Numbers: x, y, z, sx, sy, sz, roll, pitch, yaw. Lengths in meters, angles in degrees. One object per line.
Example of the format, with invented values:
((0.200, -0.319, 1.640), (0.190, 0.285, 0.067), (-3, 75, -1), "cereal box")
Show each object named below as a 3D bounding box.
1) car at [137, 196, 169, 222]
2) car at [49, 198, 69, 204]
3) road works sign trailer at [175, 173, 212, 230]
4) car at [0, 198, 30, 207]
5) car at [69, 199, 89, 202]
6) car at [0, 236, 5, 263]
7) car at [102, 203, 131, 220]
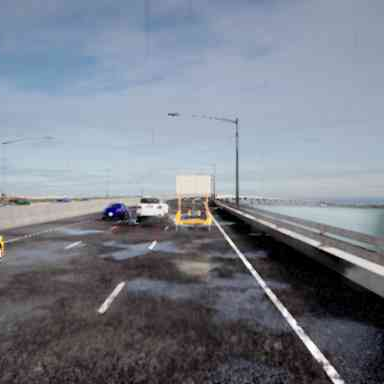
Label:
((-3.248, 1.365, 28.139), (2.150, 2.045, 5.566), (0, 0, 1), "car")
((-20.558, 1.741, 51.967), (1.882, 1.535, 5.008), (0, 0, 2), "car")
((0.086, 0.576, 21.743), (2.380, 3.560, 2.880), (0, 0, 0), "road works sign trailer")
((-24.192, 1.585, 45.580), (2.097, 1.767, 4.553), (0, 0, 1), "car")
((-17.070, 1.788, 51.895), (1.812, 1.442, 4.674), (0, 0, 2), "car")
((-6.881, 1.522, 8.553), (1.882, 1.535, 5.008), (0, 0, 0), "car")
((-6.727, 1.678, 29.979), (1.812, 1.442, 4.674), (0, 0, 1), "car")
